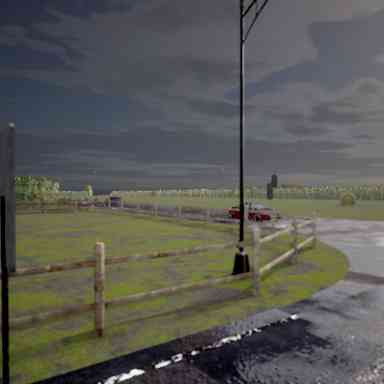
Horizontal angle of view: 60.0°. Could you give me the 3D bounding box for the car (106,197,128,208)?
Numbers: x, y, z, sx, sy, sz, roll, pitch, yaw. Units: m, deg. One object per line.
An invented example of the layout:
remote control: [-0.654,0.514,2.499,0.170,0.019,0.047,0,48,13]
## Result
car: [-10.473,1.421,46.168,1.812,1.442,4.674,-1,1,-35]

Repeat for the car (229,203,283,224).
car: [4.678,1.531,24.872,1.994,1.385,4.181,-1,1,-35]
